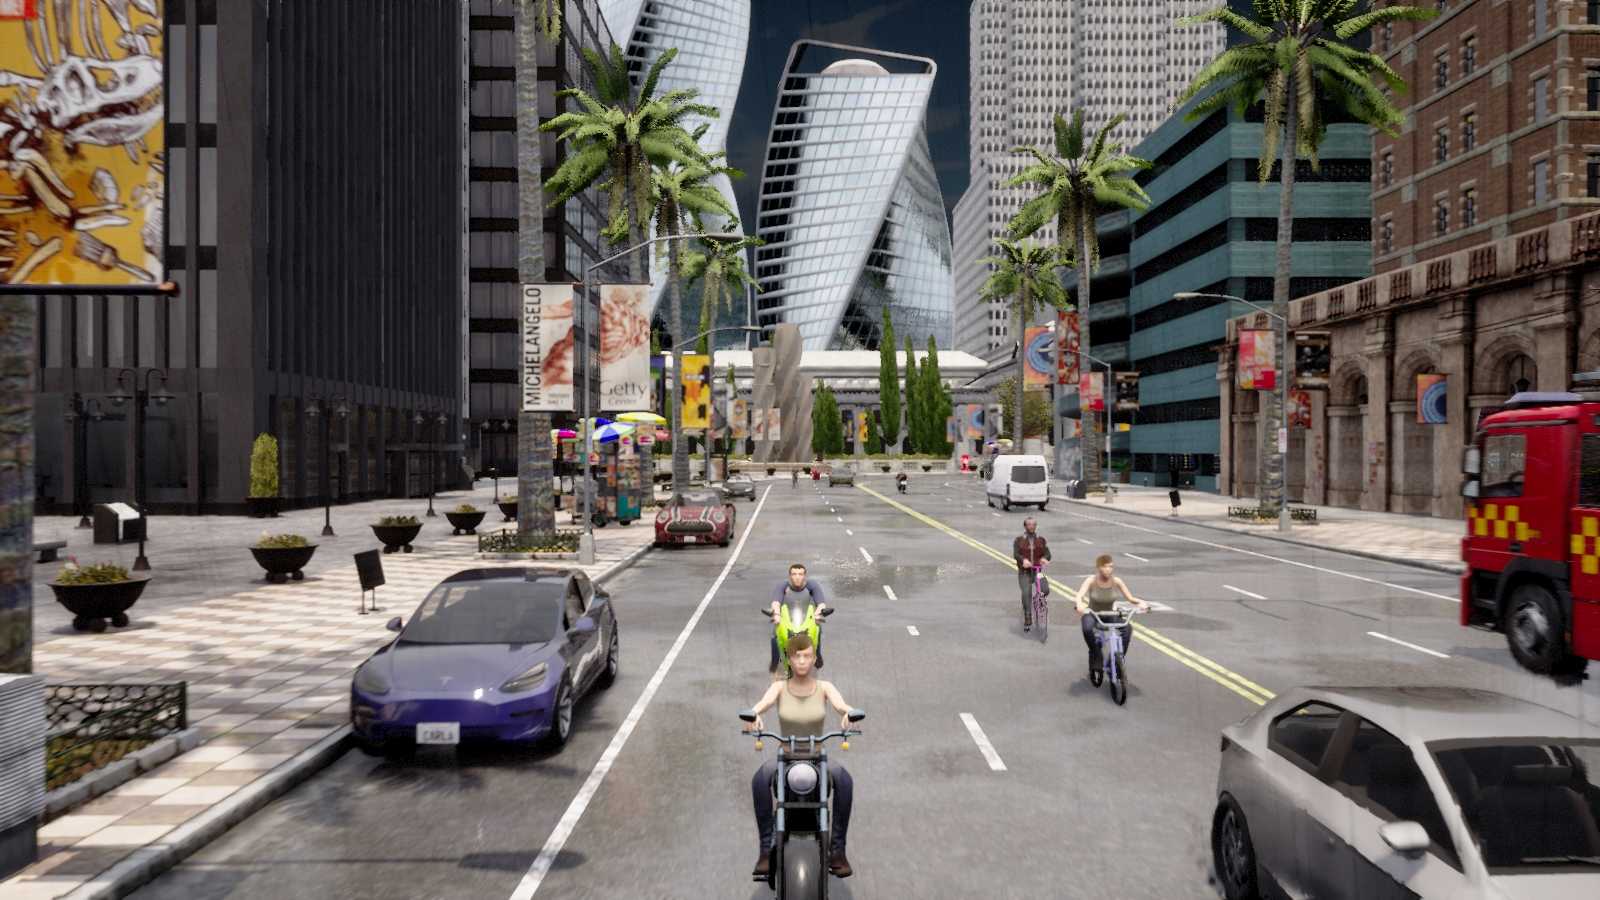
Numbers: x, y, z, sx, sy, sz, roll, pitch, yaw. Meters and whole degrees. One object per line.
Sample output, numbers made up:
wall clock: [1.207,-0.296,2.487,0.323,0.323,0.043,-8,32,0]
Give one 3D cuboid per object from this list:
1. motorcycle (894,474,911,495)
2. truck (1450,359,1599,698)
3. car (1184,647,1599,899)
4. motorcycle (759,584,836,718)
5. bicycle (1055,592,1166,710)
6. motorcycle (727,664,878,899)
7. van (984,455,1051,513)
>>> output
motorcycle: [6.572,2.208,73.582,0.867,1.251,2.209,0,0,-1]
truck: [10.479,0.891,11.673,2.891,3.827,8.468,0,0,0]
car: [3.502,2.066,5.624,1.816,1.474,4.193,0,0,0]
motorcycle: [-0.025,2.213,12.910,0.803,1.145,2.033,0,0,0]
bicycle: [3.504,2.257,13.032,0.859,1.080,1.487,0,0,0]
motorcycle: [0.015,2.170,6.955,0.764,1.277,2.356,0,0,0]
van: [10.280,1.537,54.405,1.988,2.561,5.915,0,0,-1]
